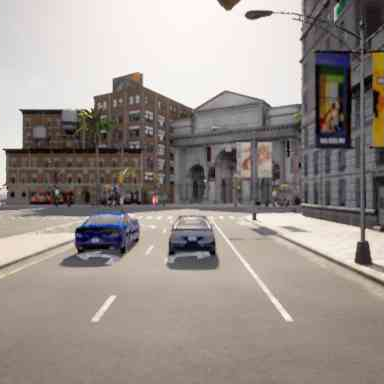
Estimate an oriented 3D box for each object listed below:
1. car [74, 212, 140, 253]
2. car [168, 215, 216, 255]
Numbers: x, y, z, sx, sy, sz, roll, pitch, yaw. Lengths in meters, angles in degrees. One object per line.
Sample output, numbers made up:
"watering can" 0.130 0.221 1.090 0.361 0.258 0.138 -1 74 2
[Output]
"car" -3.488 1.615 14.491 1.882 1.535 5.008 0 0 0
"car" 0.008 1.680 13.988 2.033 1.411 5.357 0 -1 0
